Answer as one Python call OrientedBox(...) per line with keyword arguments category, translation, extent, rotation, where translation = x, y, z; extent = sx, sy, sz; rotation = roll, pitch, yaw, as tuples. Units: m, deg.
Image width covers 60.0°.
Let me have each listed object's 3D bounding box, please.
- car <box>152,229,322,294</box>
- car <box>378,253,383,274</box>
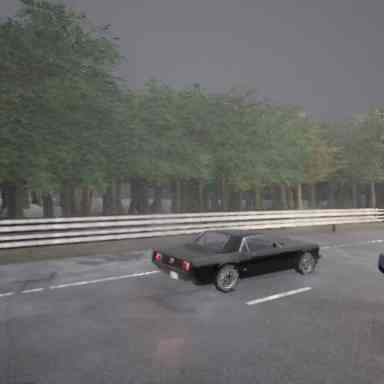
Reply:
OrientedBox(category="car", translation=(1.411, 1.666, 8.994), extent=(4.718, 1.301, 1.895), rotation=(1, -1, -35))
OrientedBox(category="car", translation=(6.843, 1.699, 8.496), extent=(4.718, 1.301, 1.895), rotation=(1, -1, -34))
